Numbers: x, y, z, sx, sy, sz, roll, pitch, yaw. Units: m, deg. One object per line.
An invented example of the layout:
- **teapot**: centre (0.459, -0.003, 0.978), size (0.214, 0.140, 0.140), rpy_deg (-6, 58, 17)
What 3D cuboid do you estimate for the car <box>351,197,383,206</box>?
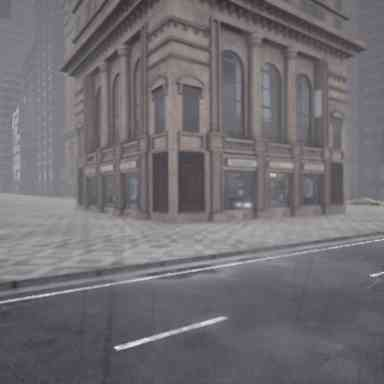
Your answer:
- **car**: centre (28.772, 1.567, 54.780), size (1.752, 1.417, 4.829), rpy_deg (0, 0, -36)
